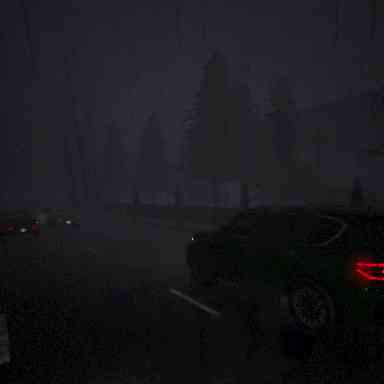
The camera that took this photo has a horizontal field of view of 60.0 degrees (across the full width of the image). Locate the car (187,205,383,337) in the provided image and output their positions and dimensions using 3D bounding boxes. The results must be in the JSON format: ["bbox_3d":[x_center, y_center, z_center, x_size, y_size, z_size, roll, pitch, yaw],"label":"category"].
[{"bbox_3d":[2.013,1.300,7.184,2.150,2.045,5.566,1,-1,-31],"label":"car"}]

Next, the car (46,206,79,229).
[{"bbox_3d":[-9.438,1.734,23.259,1.812,1.442,4.674,1,-1,-40],"label":"car"}]

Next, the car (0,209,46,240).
[{"bbox_3d":[-9.589,1.682,17.924,1.812,1.442,4.674,1,-1,-38],"label":"car"}]
